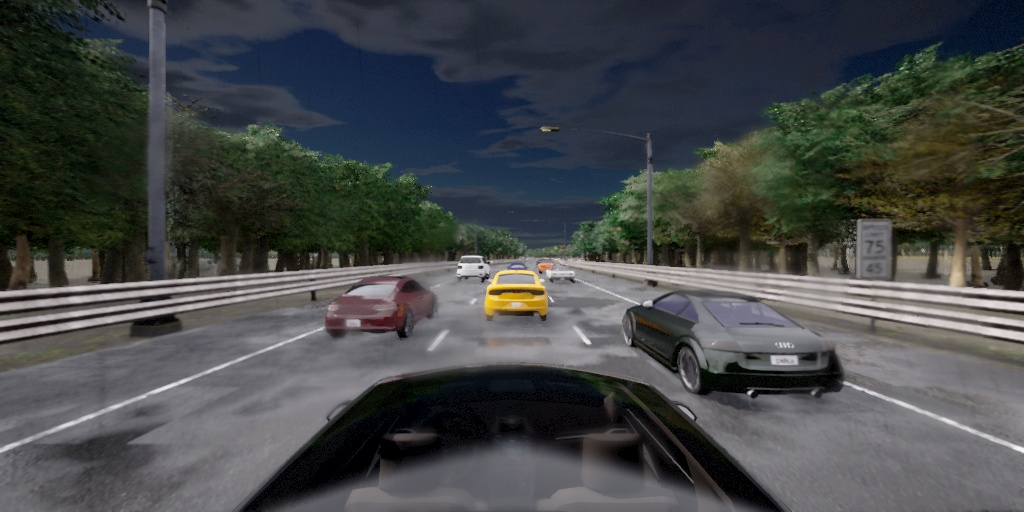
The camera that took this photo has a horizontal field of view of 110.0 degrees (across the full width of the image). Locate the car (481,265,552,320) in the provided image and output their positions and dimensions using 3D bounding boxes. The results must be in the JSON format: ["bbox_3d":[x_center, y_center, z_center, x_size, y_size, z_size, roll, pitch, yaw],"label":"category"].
[{"bbox_3d":[0.151,1.235,12.677,1.882,1.535,5.008,0,0,0],"label":"car"}]

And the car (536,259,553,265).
[{"bbox_3d":[4.348,1.210,44.706,2.097,1.767,4.553,0,0,2],"label":"car"}]

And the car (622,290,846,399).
[{"bbox_3d":[3.511,1.318,6.615,1.994,1.385,4.181,0,0,0],"label":"car"}]

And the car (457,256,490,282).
[{"bbox_3d":[-3.063,1.013,29.425,2.150,2.045,5.566,0,0,1],"label":"car"}]

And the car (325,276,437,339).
[{"bbox_3d":[-3.382,1.280,9.984,1.812,1.442,4.674,0,0,0],"label":"car"}]

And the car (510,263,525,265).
[{"bbox_3d":[0.487,1.324,31.106,1.812,1.442,4.674,0,0,2],"label":"car"}]

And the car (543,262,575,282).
[{"bbox_3d":[3.816,1.392,28.838,1.895,1.301,4.718,0,0,1],"label":"car"}]
